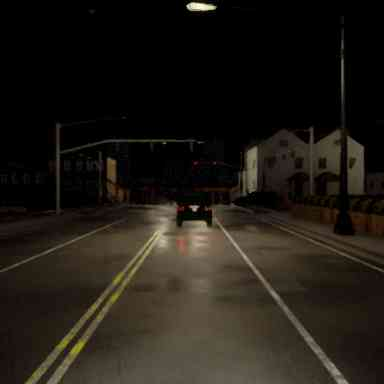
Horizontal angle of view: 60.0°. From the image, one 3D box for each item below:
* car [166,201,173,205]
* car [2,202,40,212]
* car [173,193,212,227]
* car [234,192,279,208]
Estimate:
[{"bbox_3d":[-3.413,2.238,58.037,1.812,1.442,4.674,0,-8,1],"label":"car"},{"bbox_3d":[-19.879,1.810,38.300,4.181,1.385,1.994,-4,0,-1],"label":"car"},{"bbox_3d":[0.148,1.087,21.747,2.150,2.045,5.566,0,0,0],"label":"car"},{"bbox_3d":[8.216,0.969,42.550,5.566,2.045,2.150,0,0,5],"label":"car"}]
